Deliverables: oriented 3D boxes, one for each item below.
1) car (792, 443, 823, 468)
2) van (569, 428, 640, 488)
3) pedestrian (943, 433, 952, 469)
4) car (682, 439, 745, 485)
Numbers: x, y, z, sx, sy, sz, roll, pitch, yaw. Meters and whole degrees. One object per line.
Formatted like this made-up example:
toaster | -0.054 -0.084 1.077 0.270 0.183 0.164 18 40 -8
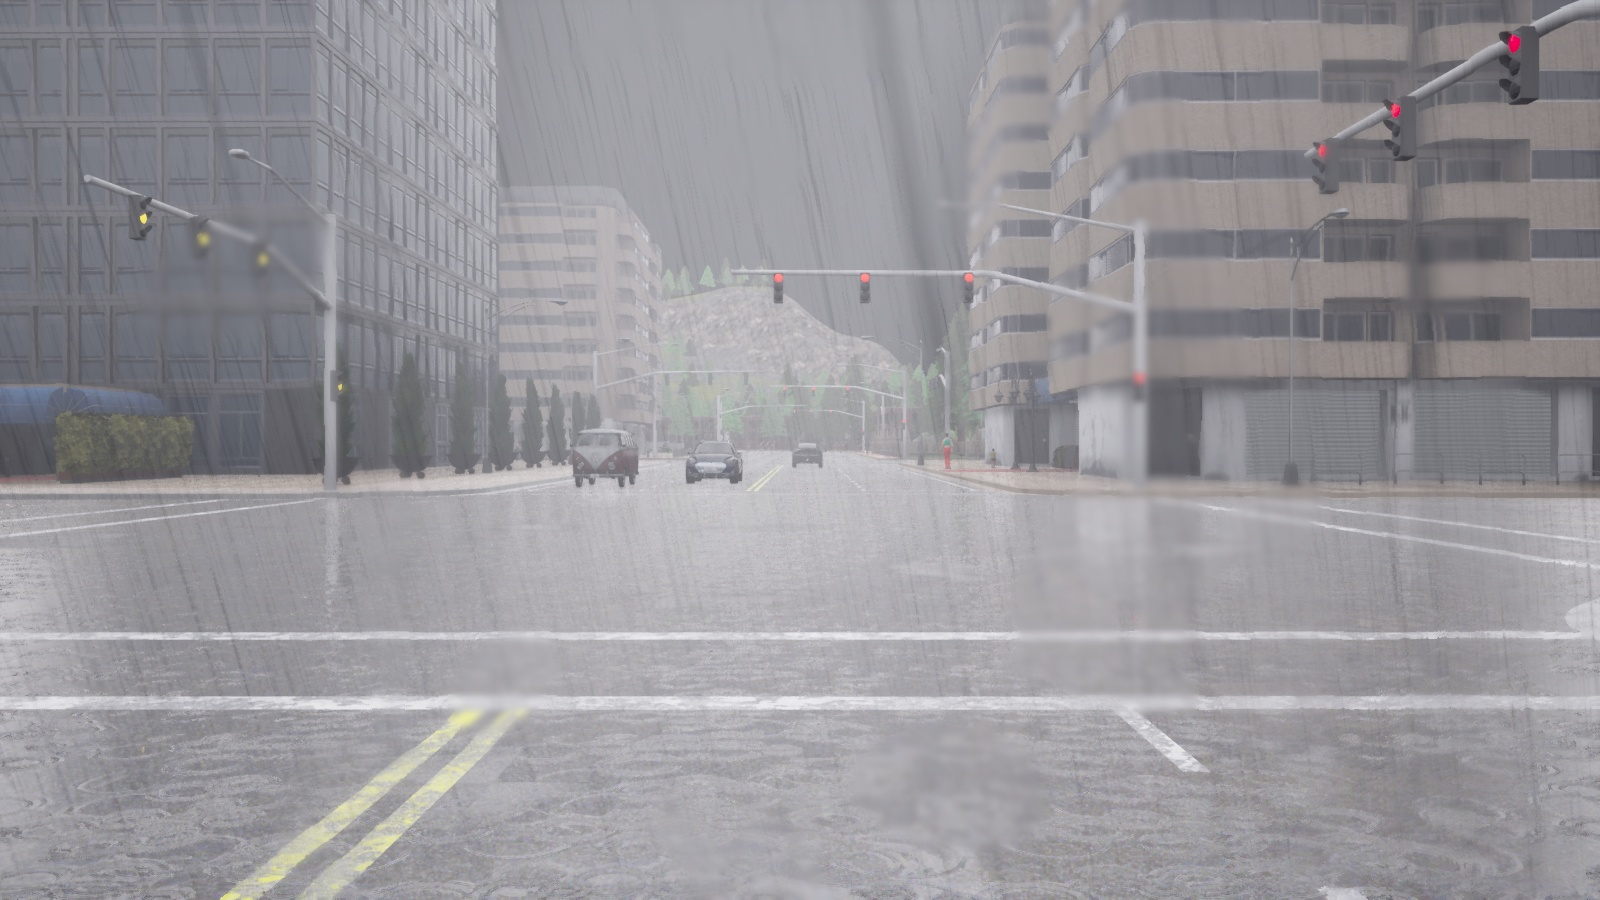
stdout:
car | 0.453 0.319 76.675 1.837 1.490 4.892 0 0 0
van | -6.735 0.247 43.655 1.775 1.987 4.442 0 0 0
pedestrian | 7.394 0.047 63.088 0.345 1.836 0.594 0 0 -5
car | -3.212 0.405 47.640 2.033 1.649 4.856 0 0 0
